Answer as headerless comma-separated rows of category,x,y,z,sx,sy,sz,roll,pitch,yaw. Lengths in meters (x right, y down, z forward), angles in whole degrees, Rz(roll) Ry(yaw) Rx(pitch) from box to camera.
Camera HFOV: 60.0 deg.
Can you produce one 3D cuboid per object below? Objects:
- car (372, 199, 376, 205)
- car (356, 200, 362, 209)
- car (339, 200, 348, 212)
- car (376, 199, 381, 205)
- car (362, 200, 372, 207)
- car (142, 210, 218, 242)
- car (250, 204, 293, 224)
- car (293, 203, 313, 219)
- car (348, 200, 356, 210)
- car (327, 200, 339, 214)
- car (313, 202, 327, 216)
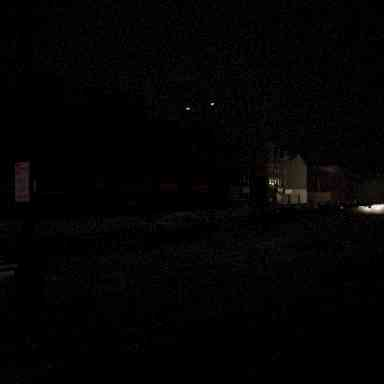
car,35.242,2.209,67.262,1.887,1.381,4.507,-1,-2,35
car,25.493,2.011,53.486,2.008,1.369,4.403,-1,-1,35
car,18.992,1.782,44.304,1.967,1.590,4.097,-1,-1,35
car,44.990,2.458,81.036,2.008,1.369,4.403,-2,-2,35
car,31.993,2.144,62.671,2.008,1.369,4.403,-1,-1,35
car,-0.407,1.597,16.889,1.752,1.417,4.829,-1,-1,35
car,5.995,1.713,25.934,1.947,1.339,4.313,-1,-1,35
car,9.244,1.741,30.526,2.008,1.369,4.403,-1,-1,35
car,22.243,1.950,48.895,2.008,1.369,4.403,-1,-1,35
car,15.744,1.832,39.710,1.887,1.381,4.507,-1,-1,35
car,12.494,1.819,35.118,1.802,1.307,4.206,-1,-1,35
